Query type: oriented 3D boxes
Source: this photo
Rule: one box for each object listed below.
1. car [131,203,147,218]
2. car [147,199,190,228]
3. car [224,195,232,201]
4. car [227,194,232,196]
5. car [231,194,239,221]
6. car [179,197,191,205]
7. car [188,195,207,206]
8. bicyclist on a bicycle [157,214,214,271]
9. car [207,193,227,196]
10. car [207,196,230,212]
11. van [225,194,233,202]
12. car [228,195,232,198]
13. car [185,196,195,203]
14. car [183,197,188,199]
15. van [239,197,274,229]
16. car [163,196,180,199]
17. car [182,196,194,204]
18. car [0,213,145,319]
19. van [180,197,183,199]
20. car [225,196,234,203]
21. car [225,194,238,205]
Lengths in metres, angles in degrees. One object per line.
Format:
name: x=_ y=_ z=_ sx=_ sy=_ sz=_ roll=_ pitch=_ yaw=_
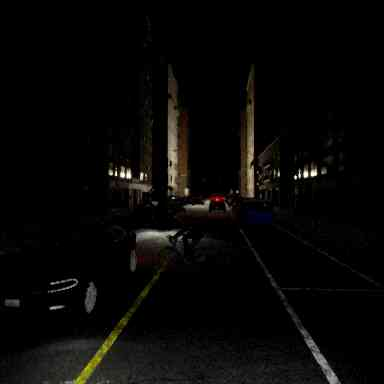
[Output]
car: x=-3.854 y=1.590 z=27.778 sx=1.802 sy=1.307 sz=4.206 roll=1 pitch=0 yaw=4
car: x=-1.482 y=1.484 z=22.635 sx=1.882 sy=1.535 sz=5.008 roll=0 pitch=0 yaw=4
car: x=9.004 y=1.562 z=83.855 sx=1.752 sy=1.417 sz=4.829 roll=1 pitch=0 yaw=4
car: x=6.831 y=1.549 z=55.571 sx=1.752 sy=1.417 sz=4.829 roll=1 pitch=0 yaw=4
car: x=4.648 y=1.323 z=27.118 sx=2.192 sy=1.841 sz=5.009 roll=1 pitch=0 yaw=4
car: x=-1.248 y=1.592 z=61.716 sx=1.947 sy=1.339 sz=4.313 roll=1 pitch=0 yaw=4
car: x=0.972 y=1.587 z=54.567 sx=1.994 sy=1.385 sz=4.181 roll=0 pitch=0 yaw=5
bicyclist on a bicycle: x=-0.189 y=1.454 z=9.486 sx=1.656 sy=1.620 sz=0.582 roll=0 pitch=0 yaw=4
car: x=3.871 y=1.243 z=50.672 sx=2.150 sy=2.045 sz=5.566 roll=0 pitch=0 yaw=4
car: x=2.953 y=1.506 z=38.702 sx=2.128 sy=1.511 sz=4.902 roll=0 pitch=0 yaw=4
van: x=8.558 y=1.375 z=78.029 sx=1.690 sy=1.788 sz=3.998 roll=1 pitch=0 yaw=4
car: x=6.383 y=1.586 z=49.745 sx=1.947 sy=1.339 sz=4.313 roll=1 pitch=0 yaw=4
car: x=-0.379 y=1.576 z=73.028 sx=1.887 sy=1.381 sz=4.507 roll=1 pitch=0 yaw=4
car: x=-2.117 y=1.602 z=50.403 sx=1.802 sy=1.307 sz=4.206 roll=1 pitch=0 yaw=4
van: x=4.214 y=1.347 z=21.462 sx=1.690 sy=1.788 sz=3.998 roll=1 pitch=0 yaw=4
car: x=-2.984 y=1.454 z=39.090 sx=1.967 sy=1.590 sz=4.097 roll=1 pitch=0 yaw=4
car: x=-0.814 y=1.595 z=67.372 sx=1.947 sy=1.339 sz=4.313 roll=1 pitch=0 yaw=4
car: x=-2.638 y=1.479 z=7.723 sx=1.882 sy=1.535 sz=5.008 roll=0 pitch=0 yaw=4
van: x=-2.549 y=1.358 z=44.747 sx=1.690 sy=1.788 sz=3.998 roll=1 pitch=0 yaw=4
car: x=8.135 y=1.558 z=72.541 sx=1.752 sy=1.417 sz=4.829 roll=1 pitch=0 yaw=4
car: x=7.255 y=1.342 z=61.059 sx=2.192 sy=1.841 sz=5.009 roll=1 pitch=0 yaw=4
